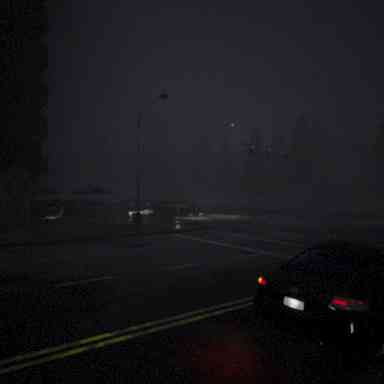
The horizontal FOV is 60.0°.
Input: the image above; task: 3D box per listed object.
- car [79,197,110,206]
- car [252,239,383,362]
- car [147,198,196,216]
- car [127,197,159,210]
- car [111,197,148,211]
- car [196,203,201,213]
[{"bbox_3d":[-14.686,1.516,47.380,5.357,1.411,2.033,0,0,33],"label":"car"},{"bbox_3d":[3.050,1.573,6.013,4.181,1.385,1.994,0,0,-38],"label":"car"},{"bbox_3d":[-2.062,1.448,32.433,1.882,1.535,5.008,0,0,-36],"label":"car"},{"bbox_3d":[-6.542,1.481,44.176,1.837,1.490,4.892,0,0,-40],"label":"car"},{"bbox_3d":[-7.598,1.497,39.957,1.812,1.442,4.674,0,0,-38],"label":"car"},{"bbox_3d":[-0.943,1.467,36.819,2.128,1.511,4.902,0,0,-36],"label":"car"}]
